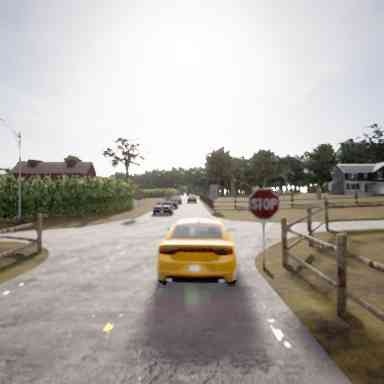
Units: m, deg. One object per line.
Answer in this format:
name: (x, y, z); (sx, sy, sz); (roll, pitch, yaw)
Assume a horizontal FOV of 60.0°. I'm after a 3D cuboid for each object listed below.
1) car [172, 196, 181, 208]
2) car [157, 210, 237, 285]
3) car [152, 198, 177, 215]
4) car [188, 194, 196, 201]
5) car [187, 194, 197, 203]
car: (-2.838, 1.554, 44.614); (1.895, 1.301, 4.718); (0, 0, 0)
car: (0.242, 1.475, 9.580); (1.882, 1.535, 5.008); (0, 0, 4)
car: (-2.851, 1.570, 33.649); (1.895, 1.301, 4.718); (0, 0, 0)
car: (0.010, 1.226, 75.962); (1.882, 1.535, 5.008); (0, 0, 0)
car: (0.006, 1.432, 65.532); (1.837, 1.490, 4.892); (0, 0, 0)
